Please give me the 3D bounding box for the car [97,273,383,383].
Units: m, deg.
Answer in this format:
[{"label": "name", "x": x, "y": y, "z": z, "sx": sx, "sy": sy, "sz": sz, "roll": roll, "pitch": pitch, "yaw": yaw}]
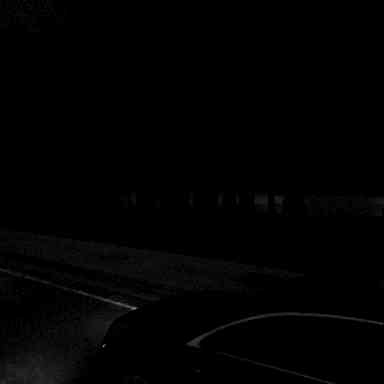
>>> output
[{"label": "car", "x": 1.249, "y": 1.500, "z": 2.793, "sx": 4.892, "sy": 1.490, "sz": 1.837, "roll": 0, "pitch": 0, "yaw": 35}]
